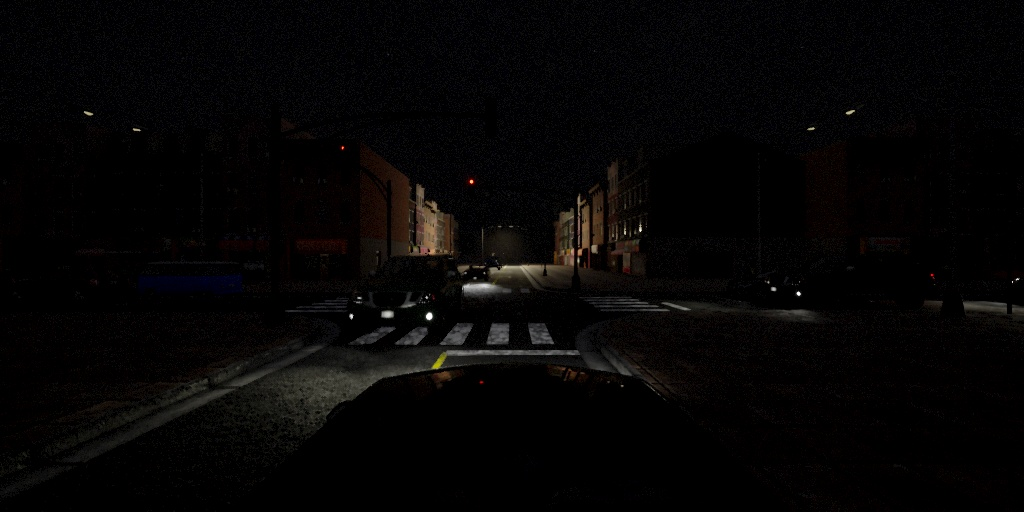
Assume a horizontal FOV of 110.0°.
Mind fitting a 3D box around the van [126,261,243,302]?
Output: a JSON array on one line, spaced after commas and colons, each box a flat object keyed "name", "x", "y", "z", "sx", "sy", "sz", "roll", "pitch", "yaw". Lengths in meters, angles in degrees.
[{"name": "van", "x": -14.716, "y": 1.124, "z": 16.454, "sx": 3.998, "sy": 1.789, "sz": 1.690, "roll": 0, "pitch": 0, "yaw": 0}]

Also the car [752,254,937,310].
[{"name": "car", "x": 12.972, "y": 0.935, "z": 13.998, "sx": 5.566, "sy": 2.045, "sz": 2.150, "roll": 0, "pitch": 0, "yaw": 0}]

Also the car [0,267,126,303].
[{"name": "car", "x": -20.191, "y": 1.239, "z": 16.438, "sx": 4.097, "sy": 1.591, "sz": 1.967, "roll": 0, "pitch": 0, "yaw": 0}]

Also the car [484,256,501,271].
[{"name": "car", "x": -2.745, "y": 1.005, "z": 50.903, "sx": 2.150, "sy": 2.045, "sz": 5.566, "roll": 0, "pitch": 0, "yaw": 0}]

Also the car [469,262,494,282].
[{"name": "car", "x": -2.798, "y": 1.367, "z": 29.349, "sx": 1.895, "sy": 1.301, "sz": 4.718, "roll": 0, "pitch": 0, "yaw": 0}]

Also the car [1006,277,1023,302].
[{"name": "car", "x": 22.656, "y": 1.048, "z": 14.022, "sx": 4.553, "sy": 1.767, "sz": 2.097, "roll": 0, "pitch": 0, "yaw": 0}]

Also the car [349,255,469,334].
[{"name": "car", "x": -2.834, "y": 0.973, "z": 10.941, "sx": 2.150, "sy": 2.045, "sz": 5.566, "roll": 0, "pitch": 0, "yaw": 0}]

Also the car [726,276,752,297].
[{"name": "car", "x": 12.286, "y": 1.267, "z": 16.532, "sx": 4.403, "sy": 1.370, "sz": 2.007, "roll": 0, "pitch": 0, "yaw": 0}]
